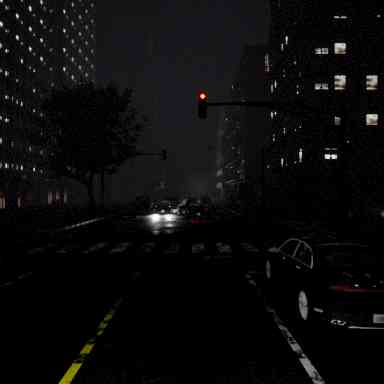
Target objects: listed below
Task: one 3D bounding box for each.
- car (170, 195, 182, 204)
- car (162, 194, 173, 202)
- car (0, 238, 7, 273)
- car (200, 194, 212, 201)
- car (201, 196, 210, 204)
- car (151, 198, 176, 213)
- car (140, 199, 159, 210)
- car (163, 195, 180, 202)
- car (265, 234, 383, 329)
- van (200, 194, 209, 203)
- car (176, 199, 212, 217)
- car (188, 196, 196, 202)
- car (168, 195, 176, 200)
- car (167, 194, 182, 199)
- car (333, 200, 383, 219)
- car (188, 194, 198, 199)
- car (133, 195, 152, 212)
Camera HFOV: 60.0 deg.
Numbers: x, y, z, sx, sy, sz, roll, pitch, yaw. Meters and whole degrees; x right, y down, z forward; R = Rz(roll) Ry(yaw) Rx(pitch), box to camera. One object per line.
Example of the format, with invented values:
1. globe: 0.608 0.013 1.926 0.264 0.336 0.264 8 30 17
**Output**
1. car: -3.032 1.402 65.121 2.097 1.767 4.553 0 0 0
2. car: -5.680 1.386 77.920 2.192 1.841 5.009 0 0 0
3. car: -5.690 1.545 6.872 1.887 1.381 4.507 0 0 0
4. car: 2.699 1.611 61.350 1.947 1.339 4.313 0 0 0
5. car: 2.700 1.578 67.043 1.752 1.417 4.829 0 0 0
6. car: -3.083 1.620 37.110 1.895 1.301 4.718 0 0 -1
7. car: -5.685 1.592 44.784 1.947 1.339 4.313 0 0 0
8. car: -3.091 1.554 46.223 1.812 1.442 4.674 0 0 0
9. car: 2.690 1.551 6.871 2.008 1.369 4.403 0 0 0
10. van: 2.700 1.402 72.397 1.690 1.788 3.998 0 0 0
11. car: 0.114 1.614 31.015 1.895 1.301 4.718 0 0 -13
12. car: 0.012 1.667 78.820 1.895 1.301 4.718 0 0 0
13. car: -5.677 1.654 94.489 2.008 1.369 4.403 0 0 0
14. car: -3.076 1.563 55.403 1.812 1.442 4.674 0 0 0
15. car: 13.430 1.350 26.275 4.403 1.369 2.008 -1 1 -1
16. car: 0.111 1.612 63.500 1.994 1.385 4.181 0 0 0
17. car: -5.686 1.336 39.261 2.192 1.841 5.009 0 0 0
